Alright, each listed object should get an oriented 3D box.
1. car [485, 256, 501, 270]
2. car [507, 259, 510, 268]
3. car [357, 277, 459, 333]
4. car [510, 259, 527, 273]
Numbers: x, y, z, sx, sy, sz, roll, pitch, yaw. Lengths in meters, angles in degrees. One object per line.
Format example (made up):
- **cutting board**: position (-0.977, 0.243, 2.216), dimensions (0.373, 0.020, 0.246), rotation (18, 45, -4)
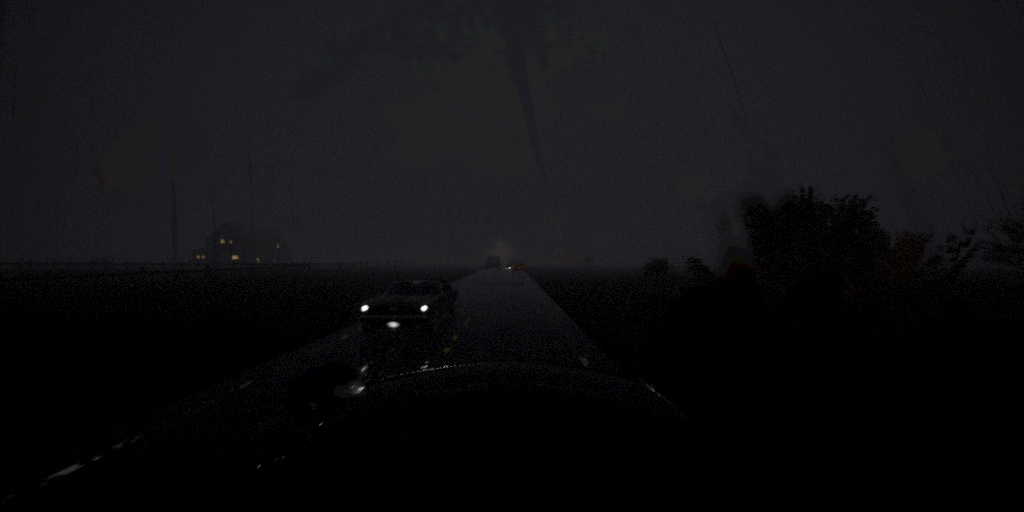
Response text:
- **car**: position (-2.812, 1.089, 54.329), dimensions (2.150, 2.045, 5.566), rotation (0, 0, 1)
- **car**: position (-0.008, 1.395, 63.704), dimensions (2.128, 1.511, 4.902), rotation (0, 0, 0)
- **car**: position (-2.852, 1.351, 10.846), dimensions (1.895, 1.301, 4.718), rotation (0, 0, 0)
- **car**: position (0.956, 1.317, 45.779), dimensions (1.882, 1.535, 5.008), rotation (0, 0, 0)
